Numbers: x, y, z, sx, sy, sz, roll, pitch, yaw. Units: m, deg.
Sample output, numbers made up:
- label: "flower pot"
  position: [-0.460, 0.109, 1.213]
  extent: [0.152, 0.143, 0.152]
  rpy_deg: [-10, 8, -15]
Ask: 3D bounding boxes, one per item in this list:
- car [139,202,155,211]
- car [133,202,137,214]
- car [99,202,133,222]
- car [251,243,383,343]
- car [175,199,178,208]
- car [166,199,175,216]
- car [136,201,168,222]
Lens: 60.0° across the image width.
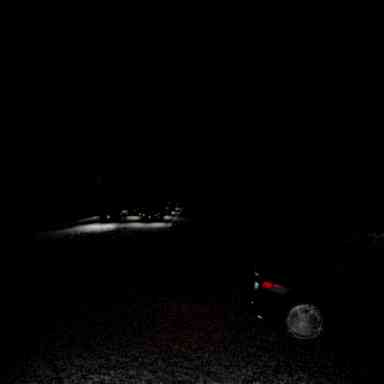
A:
- label: "car"
  position: [-7.025, 2.261, 52.657]
  extent: [1.895, 1.301, 4.718]
  rpy_deg: [0, -1, 0]
- label: "car"
  position: [-7.076, 1.979, 39.925]
  extent: [1.882, 1.535, 5.008]
  rpy_deg: [0, -1, 0]
- label: "car"
  position: [-7.094, 1.874, 30.441]
  extent: [2.128, 1.511, 4.902]
  rpy_deg: [0, -1, -2]
- label: "car"
  position: [3.166, 1.640, 5.918]
  extent: [4.181, 1.385, 1.994]
  rpy_deg: [0, -1, 3]
- label: "car"
  position: [-3.549, 2.186, 49.568]
  extent: [1.994, 1.385, 4.181]
  rpy_deg: [0, -1, 0]
- label: "car"
  position: [-3.576, 1.850, 39.676]
  extent: [2.097, 1.767, 4.553]
  rpy_deg: [0, -1, 0]
- label: "car"
  position: [-3.585, 1.888, 30.517]
  extent: [1.837, 1.490, 4.892]
  rpy_deg: [0, -1, 0]
